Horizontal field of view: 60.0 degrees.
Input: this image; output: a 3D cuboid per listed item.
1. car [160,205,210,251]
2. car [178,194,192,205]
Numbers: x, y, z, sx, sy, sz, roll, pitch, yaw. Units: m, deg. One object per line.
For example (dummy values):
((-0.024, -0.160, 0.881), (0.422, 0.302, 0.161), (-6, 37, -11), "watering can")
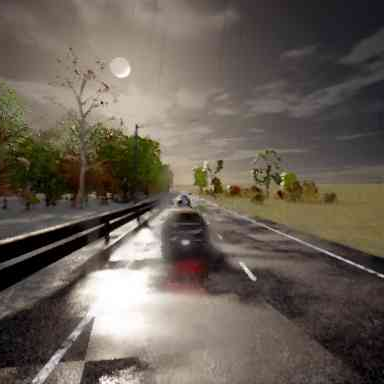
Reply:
((-0.280, 1.503, 14.026), (1.837, 1.490, 4.892), (0, 0, -1), "car")
((-1.128, 1.481, 49.980), (2.128, 1.511, 4.902), (0, 0, -1), "car")
